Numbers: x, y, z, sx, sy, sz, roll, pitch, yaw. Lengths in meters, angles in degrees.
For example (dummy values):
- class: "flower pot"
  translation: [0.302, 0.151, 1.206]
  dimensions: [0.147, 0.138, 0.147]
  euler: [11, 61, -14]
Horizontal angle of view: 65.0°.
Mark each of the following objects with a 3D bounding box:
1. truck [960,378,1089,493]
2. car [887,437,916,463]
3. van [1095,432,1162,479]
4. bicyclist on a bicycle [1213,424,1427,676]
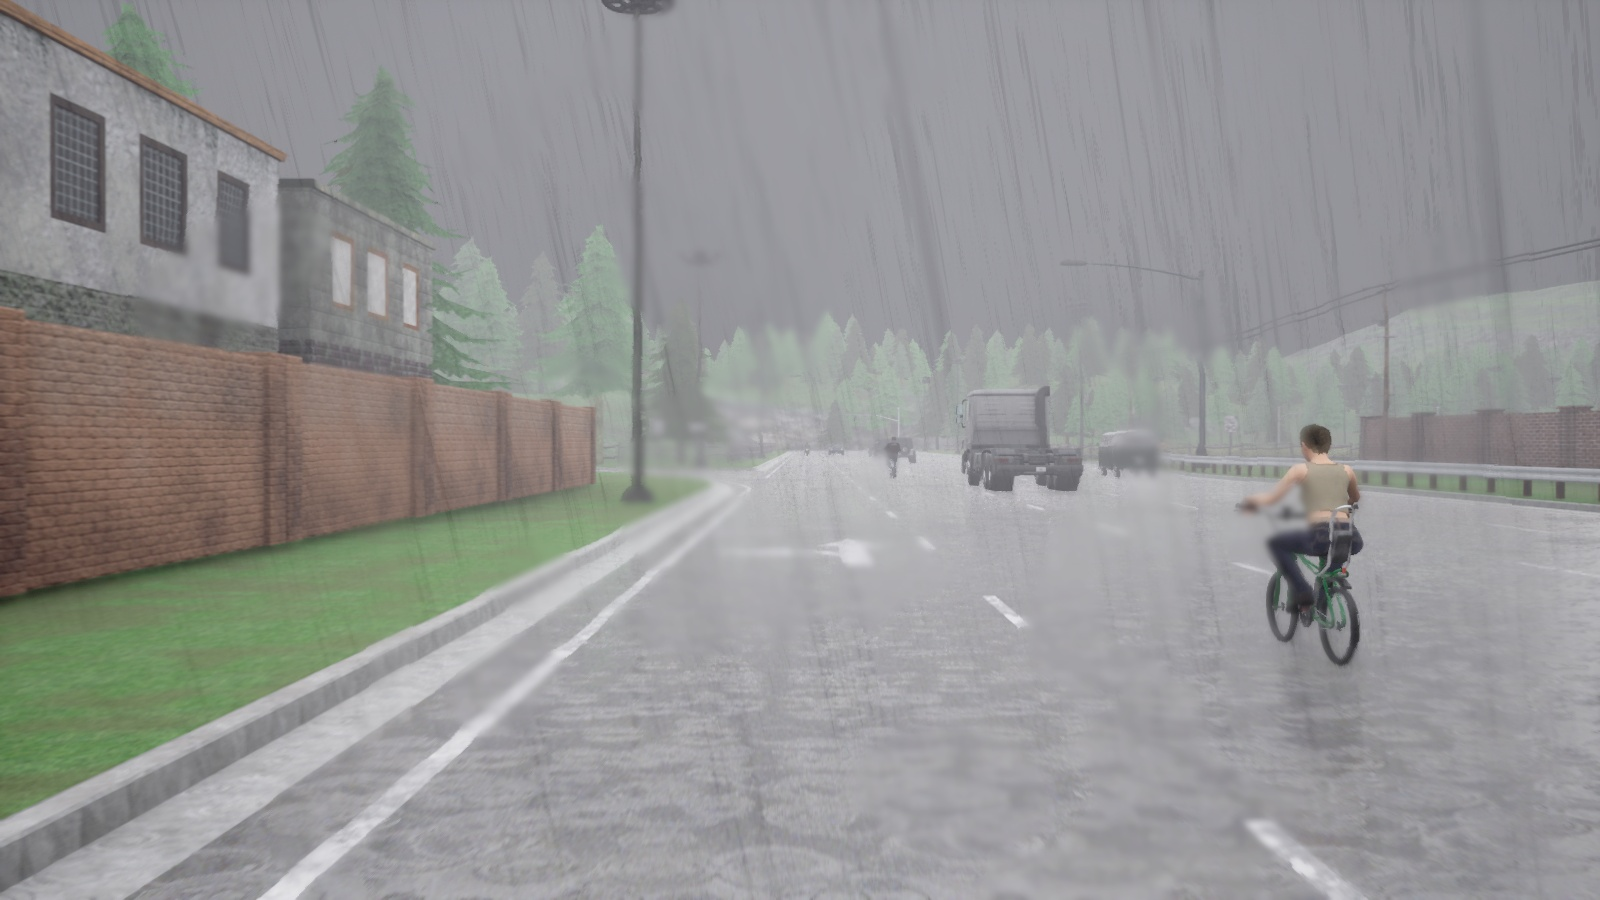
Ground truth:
- class: "truck"
  translation: [7.252, -0.464, 41.667]
  dimensions: [2.891, 3.462, 7.936]
  euler: [0, 0, 0]
- class: "car"
  translation: [7.545, 0.021, 93.447]
  dimensions: [1.905, 1.878, 3.866]
  euler: [0, 0, 0]
- class: "van"
  translation: [14.327, 0.202, 55.009]
  dimensions: [1.775, 1.987, 4.442]
  euler: [0, 0, 0]
- class: "bicyclist on a bicycle"
  translation: [3.570, 0.636, 8.777]
  dimensions: [0.866, 1.612, 1.509]
  euler: [0, 0, 0]
